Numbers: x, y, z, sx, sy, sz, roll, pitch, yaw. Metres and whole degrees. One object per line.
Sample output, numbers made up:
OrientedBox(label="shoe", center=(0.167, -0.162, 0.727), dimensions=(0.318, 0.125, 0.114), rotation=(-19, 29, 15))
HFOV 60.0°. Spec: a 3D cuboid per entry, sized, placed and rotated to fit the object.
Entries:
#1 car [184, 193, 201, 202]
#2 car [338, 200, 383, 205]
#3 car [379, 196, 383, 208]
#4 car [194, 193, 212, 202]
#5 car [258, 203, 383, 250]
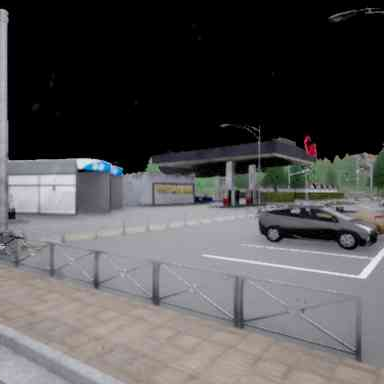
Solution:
OrientedBox(label="car", center=(0.155, 1.143, 73.391), dimensions=(1.905, 1.878, 3.866), rotation=(0, 0, 36))
OrientedBox(label="car", center=(6.765, 1.316, 16.044), dimensions=(5.027, 1.636, 2.152), rotation=(0, 0, 36))
OrientedBox(label="car", center=(26.889, 1.349, 43.767), dimensions=(3.806, 1.475, 1.970), rotation=(0, 0, 36))
OrientedBox(label="car", center=(2.177, 1.333, 66.552), dimensions=(2.242, 1.667, 4.611), rotation=(0, 0, 36))
OrientedBox(label="car", center=(4.961, 1.325, 13.477), dimensions=(4.514, 1.523, 2.007), rotation=(0, 0, 36))
